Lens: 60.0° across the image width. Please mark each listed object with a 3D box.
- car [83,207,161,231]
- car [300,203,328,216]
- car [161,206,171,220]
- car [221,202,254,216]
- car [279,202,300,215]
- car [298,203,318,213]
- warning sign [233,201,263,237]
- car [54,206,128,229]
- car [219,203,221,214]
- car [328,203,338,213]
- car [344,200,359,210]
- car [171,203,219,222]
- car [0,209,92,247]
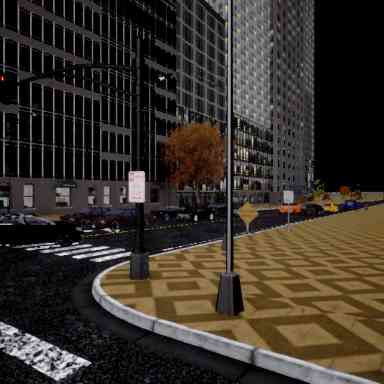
[{"bbox_3d":[-4.883,1.874,23.634,2.033,1.411,5.357,0,-1,33],"label":"car"},{"bbox_3d":[16.288,2.354,44.210,1.837,1.490,4.892,0,-1,33],"label":"car"},{"bbox_3d":[-2.338,2.098,33.577,1.895,1.301,4.718,0,-1,33],"label":"car"},{"bbox_3d":[5.866,2.034,40.284,2.097,1.767,4.553,0,-1,33],"label":"car"},{"bbox_3d":[13.751,2.204,46.265,2.097,1.767,4.553,0,-1,33],"label":"car"},{"bbox_3d":[19.154,2.576,54.735,2.033,1.411,5.357,0,-1,33],"label":"car"},{"bbox_3d":[3.112,1.454,18.562,1.300,1.860,1.060,1,1,33],"label":"warning sign"},{"bbox_3d":[-7.535,1.873,25.518,2.033,1.411,5.357,0,-1,33],"label":"car"},{"bbox_3d":[3.062,2.167,41.934,2.128,1.511,4.902,0,-1,33],"label":"car"},{"bbox_3d":[21.886,2.510,52.975,1.882,1.535,5.008,0,-1,33],"label":"car"},{"bbox_3d":[31.485,2.537,65.764,2.150,2.045,5.566,0,-1,33],"label":"car"},{"bbox_3d":[0.396,2.006,31.820,1.837,1.490,4.892,0,-1,33],"label":"car"},{"bbox_3d":[-7.279,1.660,14.555,4.902,1.511,2.128,1,-1,-37],"label":"car"}]
